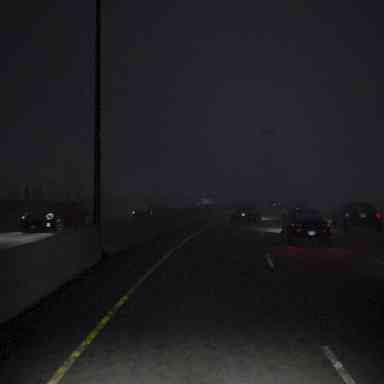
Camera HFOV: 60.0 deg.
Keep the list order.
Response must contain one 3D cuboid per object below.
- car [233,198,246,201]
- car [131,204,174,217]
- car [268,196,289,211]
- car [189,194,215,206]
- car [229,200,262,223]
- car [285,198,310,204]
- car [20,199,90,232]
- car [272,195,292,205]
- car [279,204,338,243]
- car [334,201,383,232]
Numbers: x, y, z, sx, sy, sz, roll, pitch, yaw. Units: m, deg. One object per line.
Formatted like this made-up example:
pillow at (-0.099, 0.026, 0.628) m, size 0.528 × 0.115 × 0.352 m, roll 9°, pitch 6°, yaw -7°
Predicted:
car at (8.253, 1.714, 57.867) m, size 1.895 × 1.301 × 4.718 m, roll 0°, pitch 0°, yaw 35°
car at (-3.029, 1.603, 26.524) m, size 1.895 × 1.301 × 4.718 m, roll 0°, pitch 0°, yaw 17°
car at (10.927, 1.551, 41.740) m, size 2.163 × 1.488 × 4.792 m, roll 0°, pitch 0°, yaw 28°
car at (1.676, 1.313, 54.218) m, size 2.150 × 2.045 × 5.566 m, roll 0°, pitch 0°, yaw 32°
car at (4.194, 1.571, 25.387) m, size 1.994 × 1.385 × 4.181 m, roll 0°, pitch 0°, yaw 17°
car at (11.065, 1.590, 34.003) m, size 1.994 × 1.385 × 4.181 m, roll 0°, pitch 0°, yaw 23°
car at (-8.156, 1.338, 20.244) m, size 2.097 × 1.767 × 4.553 m, roll 0°, pitch 0°, yaw 13°
car at (17.387, 1.529, 63.997) m, size 2.097 × 1.767 × 4.553 m, roll 0°, pitch -1°, yaw 39°
car at (5.429, 1.527, 16.122) m, size 1.812 × 1.442 × 4.674 m, roll 0°, pitch 0°, yaw 11°
car at (10.083, 1.360, 20.663) m, size 2.097 × 1.767 × 4.553 m, roll 0°, pitch 0°, yaw 14°
